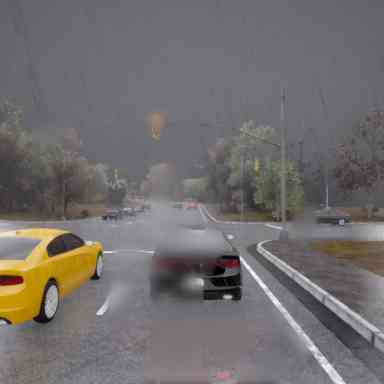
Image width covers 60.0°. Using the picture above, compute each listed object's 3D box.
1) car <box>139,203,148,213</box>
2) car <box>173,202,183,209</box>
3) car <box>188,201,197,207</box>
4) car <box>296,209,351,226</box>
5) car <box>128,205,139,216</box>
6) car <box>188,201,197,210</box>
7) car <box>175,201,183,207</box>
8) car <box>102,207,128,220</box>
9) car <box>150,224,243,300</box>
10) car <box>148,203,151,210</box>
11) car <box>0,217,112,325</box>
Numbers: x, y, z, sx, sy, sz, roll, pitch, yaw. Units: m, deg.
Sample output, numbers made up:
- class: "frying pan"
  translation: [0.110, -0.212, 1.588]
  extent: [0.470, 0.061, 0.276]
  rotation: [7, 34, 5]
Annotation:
- class: "car"
  translation: [-10.431, 3.251, 64.771]
  extent: [2.128, 1.511, 4.902]
  rotation: [0, 0, 1]
- class: "car"
  translation: [-3.370, 3.189, 76.721]
  extent: [1.837, 1.490, 4.892]
  rotation: [0, 0, 0]
- class: "car"
  translation: [0.045, 3.168, 86.367]
  extent: [2.033, 1.411, 5.357]
  rotation: [0, 0, -3]
- class: "car"
  translation: [12.449, 2.441, 31.612]
  extent: [4.892, 1.490, 1.837]
  rotation: [0, -2, 0]
- class: "car"
  translation: [-10.491, 3.215, 54.667]
  extent: [1.812, 1.442, 4.674]
  rotation: [0, -1, 0]
- class: "car"
  translation: [0.131, 3.047, 76.210]
  extent: [2.097, 1.767, 4.553]
  rotation: [0, 0, 0]
- class: "car"
  translation: [-3.471, 3.173, 86.790]
  extent: [1.994, 1.385, 4.181]
  rotation: [0, 0, -3]
- class: "car"
  translation: [-10.535, 3.005, 44.796]
  extent: [2.033, 1.411, 5.357]
  rotation: [0, -2, 1]
- class: "car"
  translation: [0.098, 1.566, 8.579]
  extent: [1.882, 1.535, 5.008]
  rotation: [0, -1, 0]
- class: "car"
  translation: [-10.372, 3.236, 75.352]
  extent: [2.033, 1.411, 5.357]
  rotation: [0, 0, 0]
- class: "car"
  translation: [-3.408, 1.543, 7.336]
  extent: [1.882, 1.535, 5.008]
  rotation: [0, -1, 0]
